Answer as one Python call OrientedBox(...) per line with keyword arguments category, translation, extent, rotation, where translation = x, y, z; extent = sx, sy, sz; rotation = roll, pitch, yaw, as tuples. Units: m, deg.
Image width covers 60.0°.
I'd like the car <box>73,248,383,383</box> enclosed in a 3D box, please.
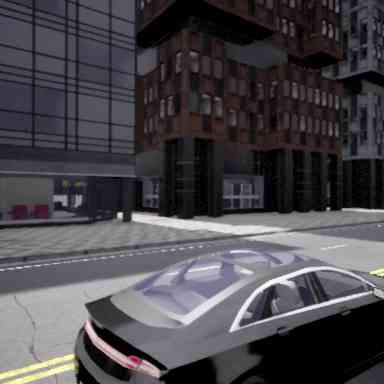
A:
OrientedBox(category="car", translation=(1.089, 1.499, 4.216), extent=(4.902, 1.511, 2.128), rotation=(0, 0, -35))
